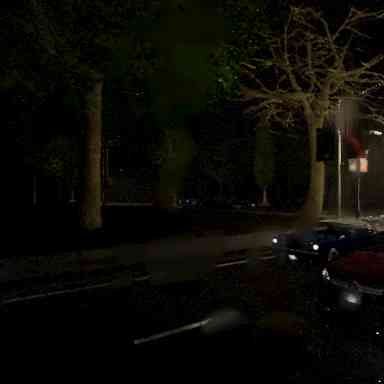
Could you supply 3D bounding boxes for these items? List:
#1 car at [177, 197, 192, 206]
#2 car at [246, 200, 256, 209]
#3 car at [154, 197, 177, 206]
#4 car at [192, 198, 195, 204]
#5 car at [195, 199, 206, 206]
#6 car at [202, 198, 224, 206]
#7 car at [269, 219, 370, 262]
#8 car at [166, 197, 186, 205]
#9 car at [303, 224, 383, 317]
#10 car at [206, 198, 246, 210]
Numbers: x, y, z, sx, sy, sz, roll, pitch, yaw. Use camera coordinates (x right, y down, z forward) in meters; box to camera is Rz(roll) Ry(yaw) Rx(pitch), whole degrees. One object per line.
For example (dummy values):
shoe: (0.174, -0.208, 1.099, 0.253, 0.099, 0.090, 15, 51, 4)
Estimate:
car: (-2.653, 1.699, 63.948, 2.097, 1.767, 4.553, 1, -1, -36)
car: (7.441, 1.793, 49.889, 2.128, 1.511, 4.902, 1, -1, -36)
car: (-5.266, 1.869, 62.013, 1.994, 1.385, 4.181, 1, -1, -36)
car: (-0.799, 1.912, 72.458, 1.882, 1.535, 5.008, 1, -1, -36)
car: (3.252, 1.887, 61.420, 1.882, 1.535, 5.008, 1, -1, -35)
car: (4.072, 1.986, 65.795, 1.812, 1.442, 4.674, 1, -1, -35)
car: (4.762, 1.612, 11.064, 4.718, 1.301, 1.895, 0, 0, -35)
car: (-3.429, 1.885, 70.549, 1.882, 1.535, 5.008, 1, -1, -36)
car: (4.590, 1.531, 6.952, 4.674, 1.442, 1.812, 0, 0, -35)
car: (4.836, 1.820, 47.935, 2.033, 1.411, 5.357, 1, -1, -36)
